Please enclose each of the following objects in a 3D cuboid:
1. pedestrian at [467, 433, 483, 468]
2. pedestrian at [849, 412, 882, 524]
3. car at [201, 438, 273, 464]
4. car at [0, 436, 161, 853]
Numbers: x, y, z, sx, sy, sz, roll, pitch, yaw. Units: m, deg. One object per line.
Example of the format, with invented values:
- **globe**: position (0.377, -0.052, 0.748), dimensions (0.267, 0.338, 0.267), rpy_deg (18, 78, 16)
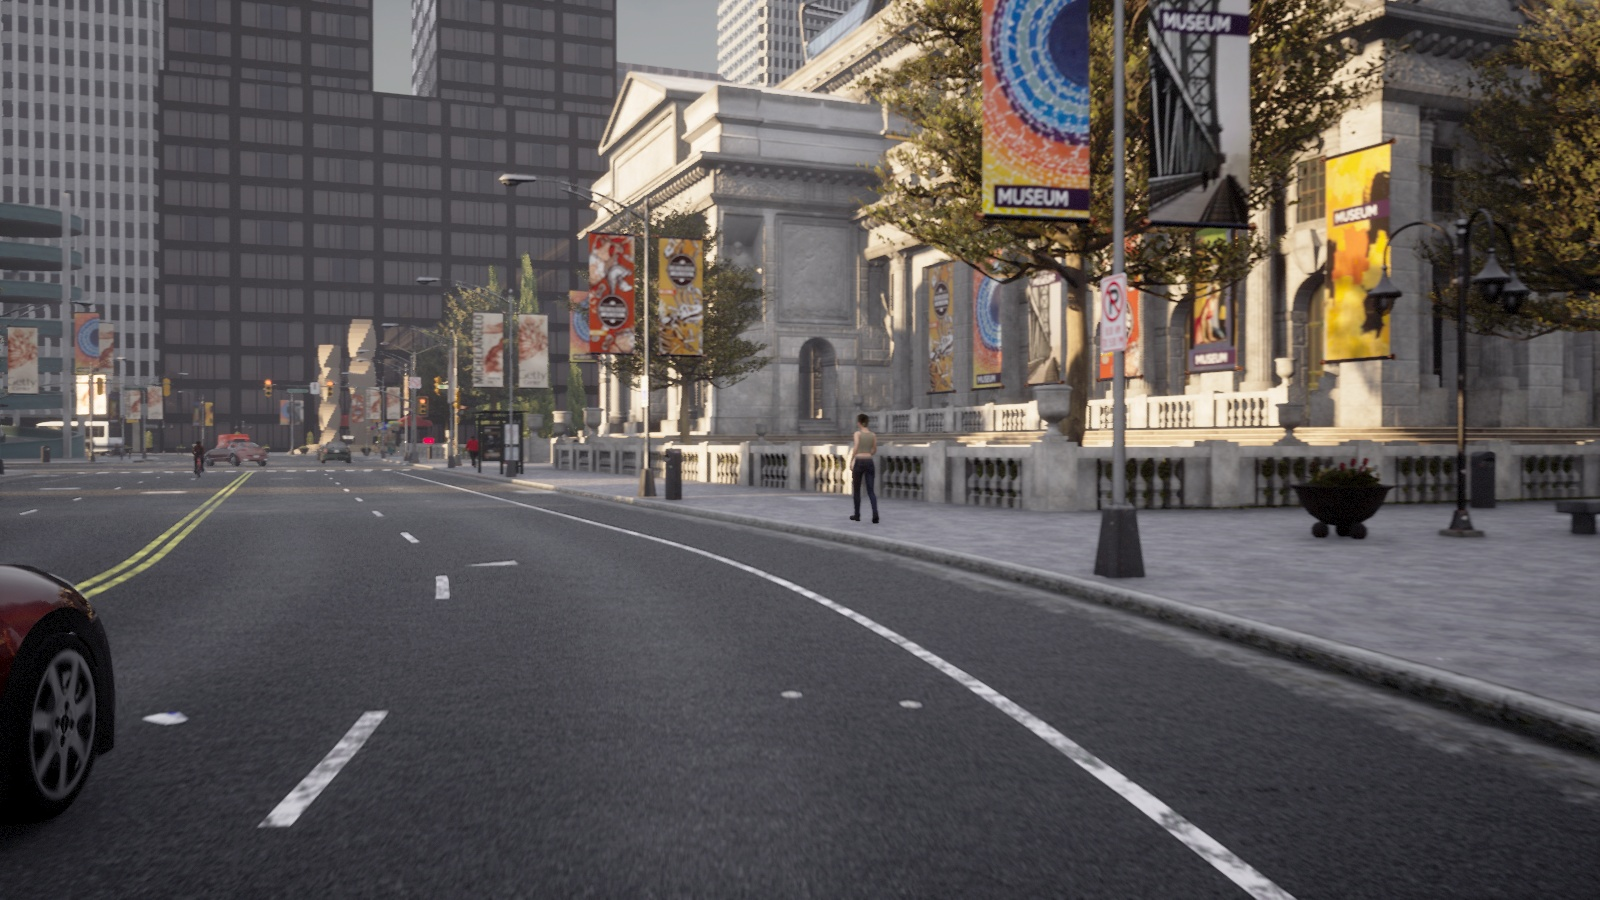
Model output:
- **pedestrian**: position (-17.633, 0.017, 68.089), dimensions (0.634, 1.844, 0.899), rpy_deg (0, 0, -27)
- **pedestrian**: position (1.084, 0.285, 20.922), dimensions (0.345, 1.836, 0.594), rpy_deg (0, 0, -20)
- **car**: position (-37.307, 0.051, 83.202), dimensions (5.027, 1.651, 2.152), rpy_deg (0, 0, 37)
- **car**: position (-3.760, 0.690, 3.771), dimensions (1.970, 1.475, 3.806), rpy_deg (0, 0, -4)
